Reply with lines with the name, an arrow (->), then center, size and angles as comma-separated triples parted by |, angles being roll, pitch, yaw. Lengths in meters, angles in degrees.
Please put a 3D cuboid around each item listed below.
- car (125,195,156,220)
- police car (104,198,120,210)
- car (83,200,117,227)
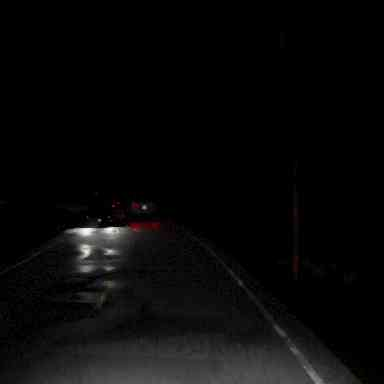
car -> -4.577, 1.286, 29.148 | 2.150, 2.045, 5.566 | 0, 0, -17
police car -> -11.303, 1.609, 45.107 | 2.038, 1.542, 4.974 | 0, 0, -29
car -> -6.553, 1.559, 23.598 | 1.837, 1.490, 4.892 | 0, 0, -15
